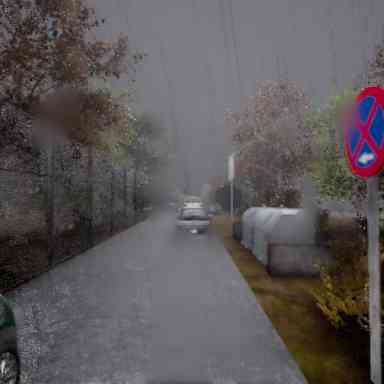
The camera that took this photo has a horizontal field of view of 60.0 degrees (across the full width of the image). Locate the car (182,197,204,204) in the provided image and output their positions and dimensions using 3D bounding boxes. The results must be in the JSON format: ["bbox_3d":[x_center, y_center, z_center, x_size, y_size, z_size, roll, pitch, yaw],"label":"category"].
[{"bbox_3d":[0.137,1.596,36.811,2.150,2.045,5.566,0,-1,0],"label":"car"}]

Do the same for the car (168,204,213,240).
[{"bbox_3d":[0.090,1.585,17.425,2.128,1.511,4.902,0,-1,0],"label":"car"}]

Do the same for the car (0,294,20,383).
[{"bbox_3d":[-2.872,1.345,1.643,2.097,1.767,4.553,1,0,0],"label":"car"}]

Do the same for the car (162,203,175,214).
[{"bbox_3d":[-2.783,2.079,43.388,1.994,1.385,4.181,0,-1,0],"label":"car"}]
